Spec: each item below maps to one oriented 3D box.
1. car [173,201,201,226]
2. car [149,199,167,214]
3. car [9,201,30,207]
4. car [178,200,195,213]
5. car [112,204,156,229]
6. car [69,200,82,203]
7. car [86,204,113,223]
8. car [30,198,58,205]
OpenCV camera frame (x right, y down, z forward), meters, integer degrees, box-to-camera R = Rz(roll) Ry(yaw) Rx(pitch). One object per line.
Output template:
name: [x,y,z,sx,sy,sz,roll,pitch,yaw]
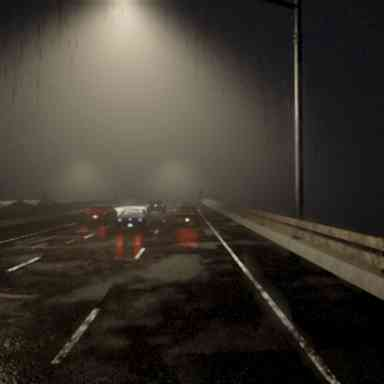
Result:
car: [-0.384,1.669,25.006,1.837,1.490,4.892,0,-1,-1]
car: [-4.191,1.629,40.067,2.097,1.767,4.553,0,0,-1]
car: [-25.537,1.991,49.618,1.994,1.385,4.181,0,-1,-1]
car: [-0.731,1.822,41.880,2.033,1.411,5.357,0,0,-1]
car: [-3.838,1.765,22.663,1.895,1.301,4.718,0,0,-1]
car: [-18.575,1.985,53.140,1.994,1.385,4.181,0,0,-1]
car: [-7.439,1.737,27.653,1.812,1.442,4.674,0,0,-1]
car: [-22.050,1.769,50.536,2.097,1.767,4.553,0,0,-1]
